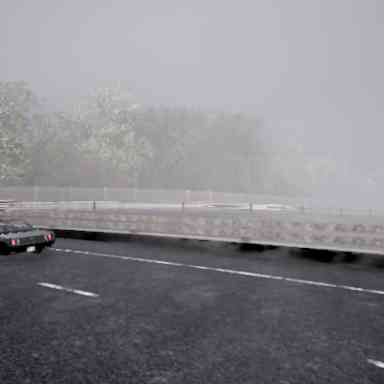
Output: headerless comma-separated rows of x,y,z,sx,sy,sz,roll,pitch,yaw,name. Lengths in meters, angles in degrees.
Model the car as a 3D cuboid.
-7.372,1.649,12.271,4.718,1.301,1.895,0,0,28,car
